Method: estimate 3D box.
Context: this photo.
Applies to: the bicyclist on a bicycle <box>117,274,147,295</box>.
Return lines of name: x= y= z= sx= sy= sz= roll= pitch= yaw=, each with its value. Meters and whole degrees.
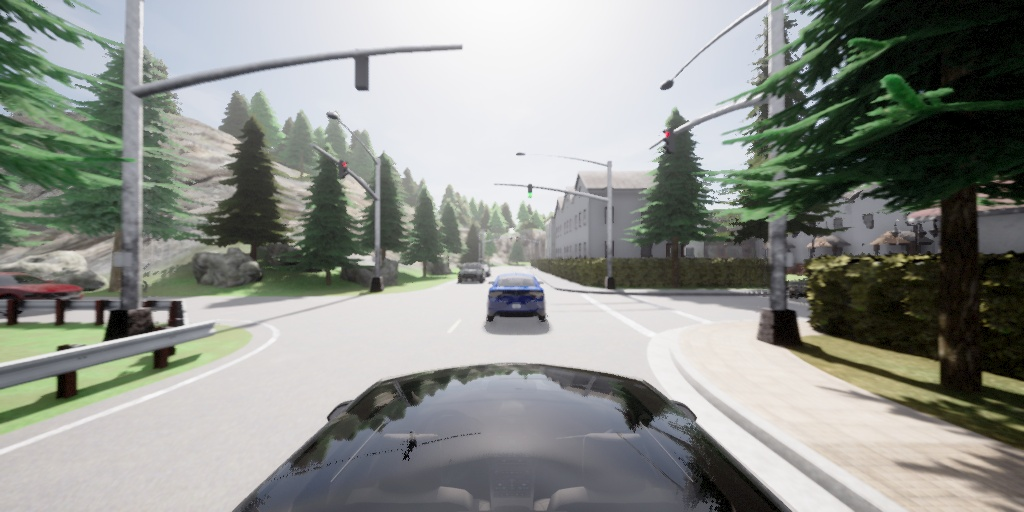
bicyclist on a bicycle: x=-21.807 y=1.346 z=20.537 sx=0.582 sy=1.620 sz=1.656 roll=-2 pitch=6 yaw=0

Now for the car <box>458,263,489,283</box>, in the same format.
car: x=-3.480 y=1.401 z=31.636 sx=2.097 sy=1.767 sz=4.553 roll=0 pitch=-1 yaw=0

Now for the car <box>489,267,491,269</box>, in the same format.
car: x=-3.426 y=1.701 z=42.094 sx=2.033 sy=1.411 sz=5.357 roll=0 pitch=-1 yaw=1

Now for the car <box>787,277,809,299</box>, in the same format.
car: x=15.728 y=1.433 z=17.298 sx=4.892 sy=1.490 sz=1.837 roll=0 pitch=-1 yaw=0

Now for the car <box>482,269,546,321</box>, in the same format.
car: x=0.142 y=1.353 z=13.100 sx=1.882 sy=1.535 sz=5.008 roll=0 pitch=0 yaw=0

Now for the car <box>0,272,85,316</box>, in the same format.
car: x=-19.272 y=1.353 z=13.493 sx=5.008 sy=1.535 sz=1.882 roll=0 pitch=-1 yaw=0
